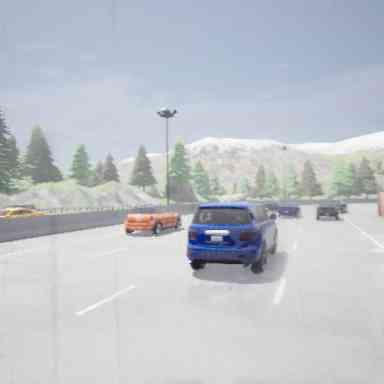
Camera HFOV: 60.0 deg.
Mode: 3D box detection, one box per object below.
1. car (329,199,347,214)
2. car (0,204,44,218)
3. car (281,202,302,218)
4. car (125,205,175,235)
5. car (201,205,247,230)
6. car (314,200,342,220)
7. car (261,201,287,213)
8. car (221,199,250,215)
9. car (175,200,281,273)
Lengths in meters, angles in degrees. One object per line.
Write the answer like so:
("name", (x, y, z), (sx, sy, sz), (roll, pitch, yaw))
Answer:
("car", (17.444, 1.620, 40.226), (2.097, 1.767, 4.553), (-1, -1, 31))
("car", (-12.823, 1.881, 23.542), (1.882, 1.535, 5.008), (-1, -1, 20))
("car", (9.977, 1.754, 33.868), (1.882, 1.535, 5.008), (-1, -1, 24))
("car", (-2.338, 1.618, 21.110), (2.097, 1.767, 4.553), (-1, -1, 20))
("car", (2.427, 1.736, 23.990), (2.128, 1.511, 4.902), (-1, -1, 20))
("car", (12.295, 1.712, 30.290), (1.837, 1.490, 4.892), (-1, -2, 21))
("car", (10.601, 1.871, 42.635), (1.837, 1.490, 4.892), (-2, -2, 31))
("car", (5.330, 1.751, 40.264), (2.097, 1.767, 4.553), (-1, -1, 27))
("car", (1.580, 1.336, 11.372), (2.150, 2.045, 5.566), (-1, 0, 20))
